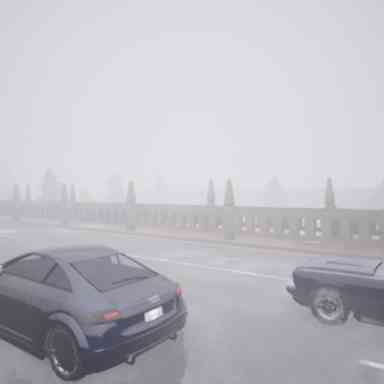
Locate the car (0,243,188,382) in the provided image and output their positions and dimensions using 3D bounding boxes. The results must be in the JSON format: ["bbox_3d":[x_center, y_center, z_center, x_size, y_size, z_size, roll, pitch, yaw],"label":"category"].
[{"bbox_3d":[-2.131,1.570,5.514,4.181,1.385,1.994,0,0,36],"label":"car"}]

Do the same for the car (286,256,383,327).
[{"bbox_3d":[4.052,1.601,5.401,4.718,1.301,1.895,0,0,36],"label":"car"}]
